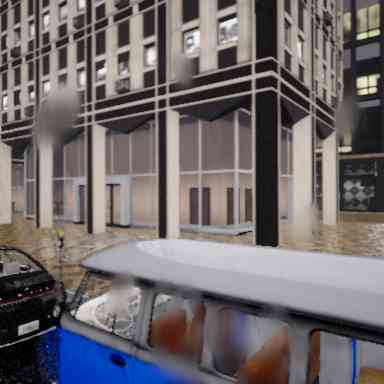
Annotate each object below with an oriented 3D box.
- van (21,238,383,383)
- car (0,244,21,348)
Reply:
[{"bbox_3d":[0.660,1.344,2.405,3.998,1.788,1.690,0,0,36],"label":"van"},{"bbox_3d":[-3.938,1.572,5.685,4.403,1.369,2.008,0,0,36],"label":"car"}]
